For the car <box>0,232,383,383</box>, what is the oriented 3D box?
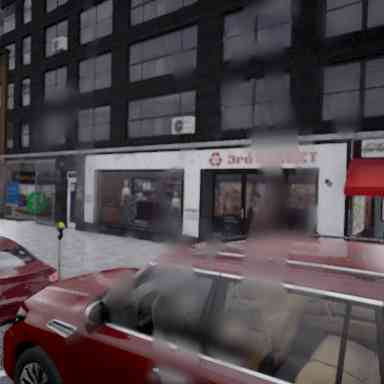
[{"bbox_3d":[0.506,1.290,2.716,5.009,1.841,2.192,2,2,36],"label":"car"}]
